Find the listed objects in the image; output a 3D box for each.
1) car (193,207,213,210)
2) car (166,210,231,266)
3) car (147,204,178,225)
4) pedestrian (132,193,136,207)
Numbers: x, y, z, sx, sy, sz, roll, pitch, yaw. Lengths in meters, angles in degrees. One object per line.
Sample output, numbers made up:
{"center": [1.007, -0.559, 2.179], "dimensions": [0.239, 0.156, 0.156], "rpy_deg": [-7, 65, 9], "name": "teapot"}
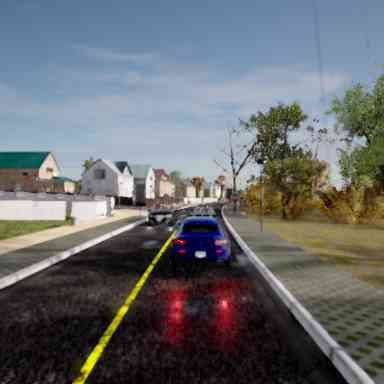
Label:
{"center": [0.834, 1.751, 25.198], "dimensions": [1.895, 1.301, 4.718], "rpy_deg": [0, 0, 3], "name": "car"}
{"center": [0.299, 1.585, 11.647], "dimensions": [1.812, 1.442, 4.674], "rpy_deg": [0, 0, 1], "name": "car"}
{"center": [-2.099, 1.643, 25.068], "dimensions": [2.128, 1.511, 4.902], "rpy_deg": [0, -1, 3], "name": "car"}
{"center": [-7.776, 1.077, 45.078], "dimensions": [0.375, 1.860, 0.375], "rpy_deg": [0, -4, 3], "name": "pedestrian"}
